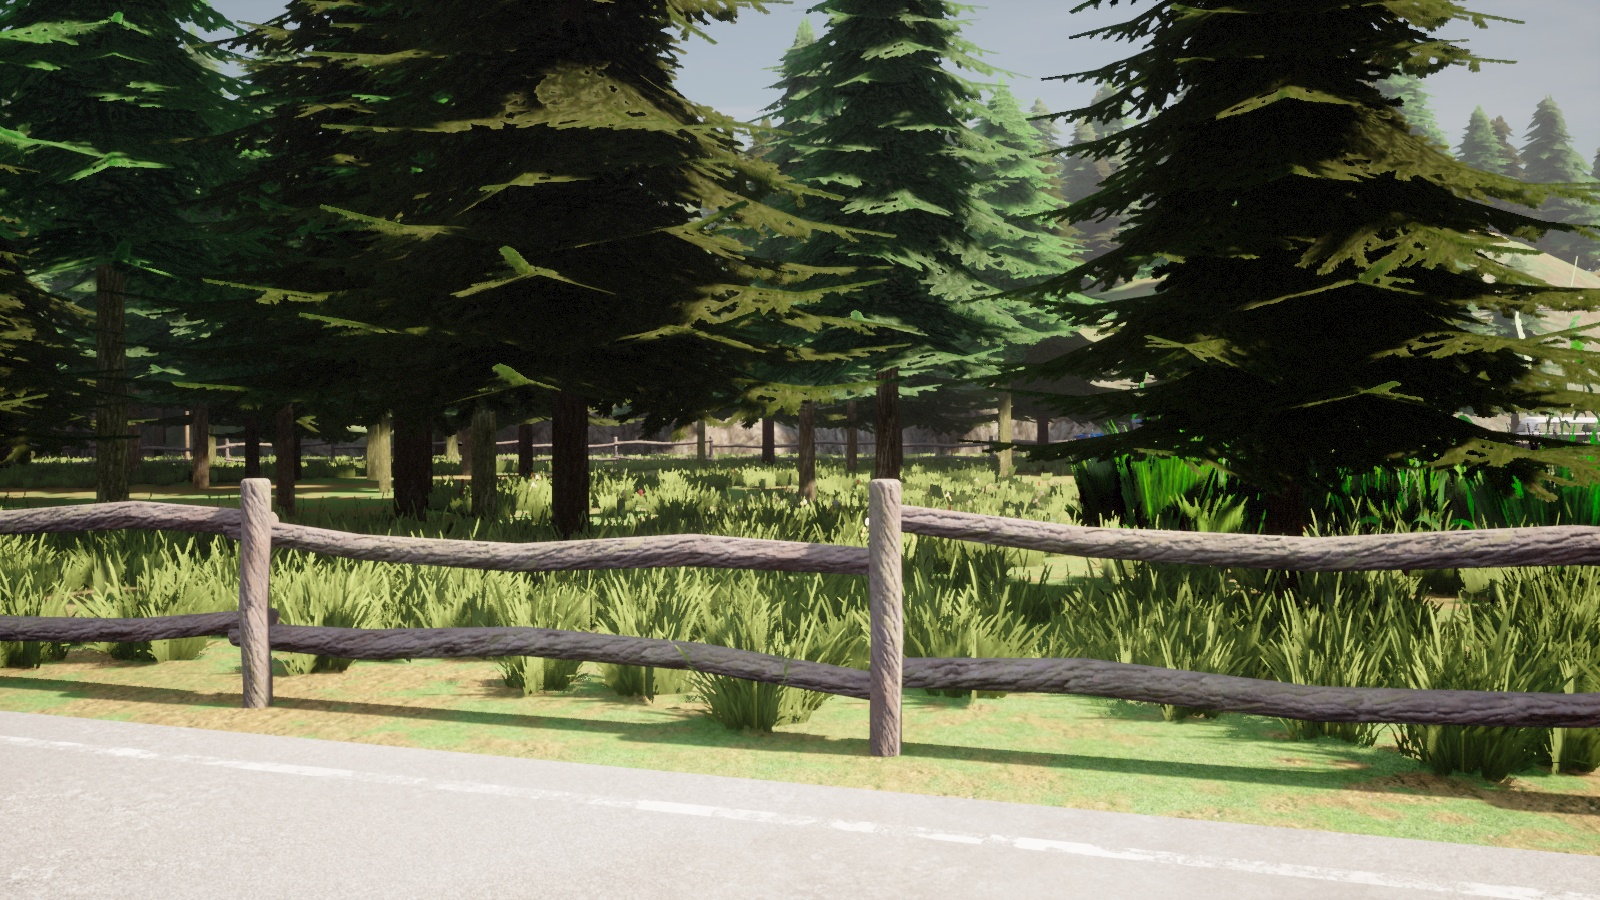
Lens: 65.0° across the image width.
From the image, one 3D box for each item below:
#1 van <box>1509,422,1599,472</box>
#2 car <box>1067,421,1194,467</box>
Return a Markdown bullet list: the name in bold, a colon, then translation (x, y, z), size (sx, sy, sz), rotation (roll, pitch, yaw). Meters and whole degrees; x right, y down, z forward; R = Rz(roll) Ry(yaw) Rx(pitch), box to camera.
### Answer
- **van**: translation (32.609, -0.137, 52.699), size (4.480, 2.038, 2.069), rotation (0, 1, 9)
- **car**: translation (15.382, -0.303, 58.759), size (5.566, 2.045, 2.150), rotation (0, 1, 9)
